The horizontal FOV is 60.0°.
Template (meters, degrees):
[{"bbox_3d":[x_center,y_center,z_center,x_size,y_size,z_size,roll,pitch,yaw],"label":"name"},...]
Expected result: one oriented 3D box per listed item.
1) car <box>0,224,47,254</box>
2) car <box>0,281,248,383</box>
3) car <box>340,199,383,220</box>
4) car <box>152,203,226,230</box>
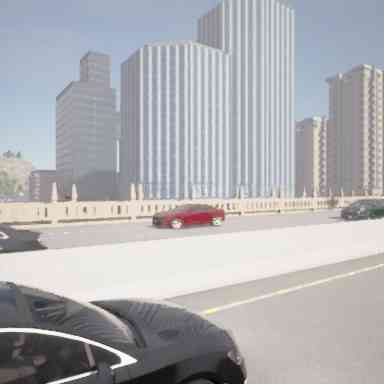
[{"bbox_3d":[-6.228,1.492,8.147,4.902,1.511,2.128,0,0,-36],"label":"car"},{"bbox_3d":[-1.707,1.505,2.529,4.892,1.490,1.837,0,0,-36],"label":"car"},{"bbox_3d":[13.949,1.324,26.650,4.553,1.767,2.097,0,0,-34],"label":"car"},{"bbox_3d":[-0.116,1.465,21.092,5.008,1.535,1.882,0,0,-35],"label":"car"}]
